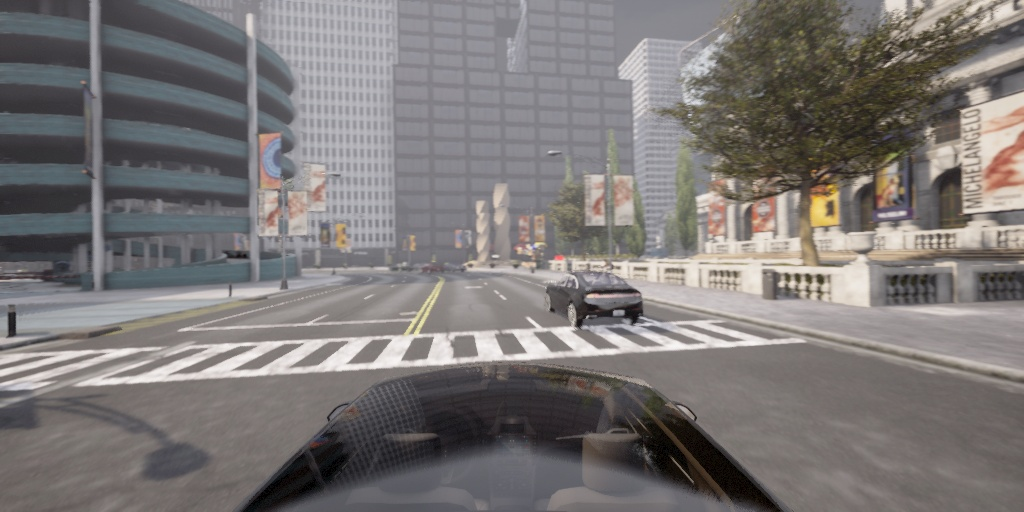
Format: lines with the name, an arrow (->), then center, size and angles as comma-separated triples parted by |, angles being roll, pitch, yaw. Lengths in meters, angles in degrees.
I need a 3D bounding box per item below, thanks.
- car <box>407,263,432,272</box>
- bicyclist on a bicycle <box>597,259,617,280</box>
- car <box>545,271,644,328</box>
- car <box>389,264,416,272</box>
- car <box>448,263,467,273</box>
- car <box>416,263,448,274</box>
car -> -15.485, 1.856, 59.967 | 4.181, 1.385, 1.994 | -1, 0, 42
bicyclist on a bicycle -> 7.278, 1.026, 27.414 | 1.656, 1.620, 0.582 | -1, 0, -9
car -> 2.359, 1.239, 11.438 | 2.128, 1.511, 4.902 | -1, 0, -8
car -> -17.863, 1.926, 57.398 | 4.718, 1.301, 1.895 | -1, 0, 42
car -> -8.496, 1.674, 51.985 | 2.033, 1.411, 5.357 | -1, 0, -37
car -> -11.123, 1.643, 49.636 | 1.882, 1.535, 5.008 | -1, 0, -34
